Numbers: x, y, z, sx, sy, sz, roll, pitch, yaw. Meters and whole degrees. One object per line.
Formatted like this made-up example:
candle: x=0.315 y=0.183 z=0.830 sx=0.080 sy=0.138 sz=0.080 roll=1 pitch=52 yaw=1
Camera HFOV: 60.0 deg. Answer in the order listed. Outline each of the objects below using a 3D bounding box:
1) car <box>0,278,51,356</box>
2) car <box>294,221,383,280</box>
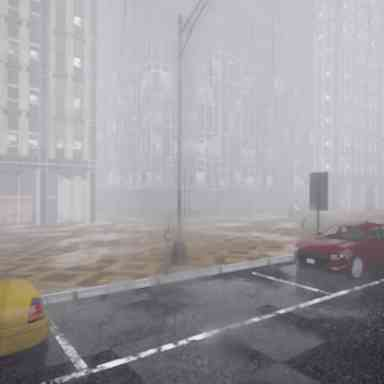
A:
car: x=-4.186 y=1.519 z=3.581 sx=4.829 sy=1.417 sz=1.752 roll=0 pitch=0 yaw=-35
car: x=4.971 y=1.590 z=10.092 sx=4.507 sy=1.381 sz=1.887 roll=0 pitch=0 yaw=-35
